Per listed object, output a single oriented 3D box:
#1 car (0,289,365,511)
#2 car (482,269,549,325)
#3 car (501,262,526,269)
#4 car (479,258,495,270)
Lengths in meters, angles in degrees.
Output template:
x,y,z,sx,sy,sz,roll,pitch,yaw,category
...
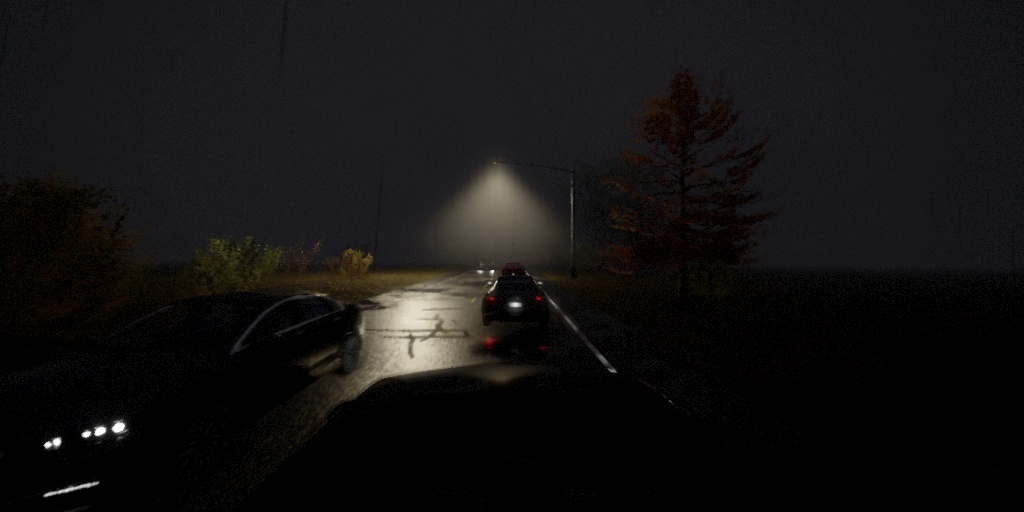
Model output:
x,y,z,sx,sy,sz,roll,pitch,yaw,category
-3.600,1.241,4.636,2.128,1.511,4.902,0,0,0,car
0.101,1.314,11.851,1.994,1.385,4.181,0,0,0,car
0.102,1.224,29.678,1.882,1.535,5.008,0,0,0,car
-3.497,1.088,51.491,2.097,1.767,4.553,0,0,0,car
